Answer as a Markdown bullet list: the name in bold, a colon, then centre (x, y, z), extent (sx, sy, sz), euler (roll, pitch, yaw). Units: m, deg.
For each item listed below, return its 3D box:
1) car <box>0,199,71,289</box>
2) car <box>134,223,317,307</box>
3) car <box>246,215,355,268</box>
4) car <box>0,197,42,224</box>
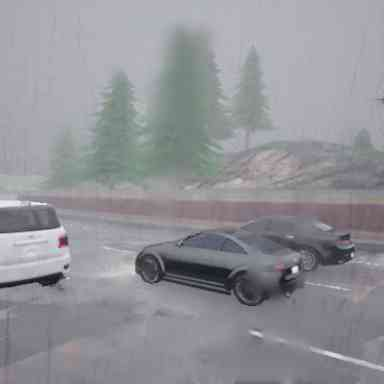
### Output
- **car**: centre (-5.221, 1.215, 8.230), extent (5.566, 2.045, 2.150), euler (0, 0, 39)
- **car**: centre (0.552, 1.577, 8.123), extent (4.181, 1.385, 1.994), euler (0, 0, 37)
- **car**: centre (2.629, 1.528, 10.921), extent (4.892, 1.490, 1.837), euler (0, 0, 37)
- **car**: centre (-13.568, 1.340, 25.815), extent (2.097, 1.767, 4.553), euler (0, 0, -43)
